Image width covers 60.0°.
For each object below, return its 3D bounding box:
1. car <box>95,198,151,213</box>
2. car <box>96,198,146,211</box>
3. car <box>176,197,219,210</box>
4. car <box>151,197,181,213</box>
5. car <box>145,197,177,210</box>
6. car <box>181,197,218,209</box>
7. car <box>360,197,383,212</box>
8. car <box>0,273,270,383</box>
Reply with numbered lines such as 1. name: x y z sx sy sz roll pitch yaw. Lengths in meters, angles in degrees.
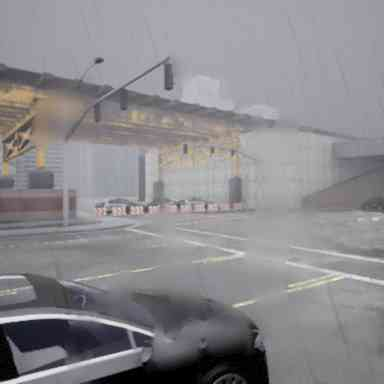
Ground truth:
1. car: -7.025 1.392 33.450 4.974 1.542 2.038 0 0 8
2. car: -7.077 1.235 33.456 4.536 1.218 1.853 0 0 8
3. car: 0.635 1.346 39.889 4.974 1.542 2.038 0 0 -7
4. car: -3.278 1.371 36.132 2.038 1.542 4.974 0 0 18
5. car: -3.262 1.213 36.181 1.853 1.218 4.536 0 0 18
6. car: 0.583 1.189 39.882 4.536 1.218 1.853 0 0 -7
7. car: 20.437 1.304 36.623 5.008 1.535 1.882 0 0 -37
8. car: -1.439 1.490 2.753 4.902 1.511 2.128 0 0 -35
